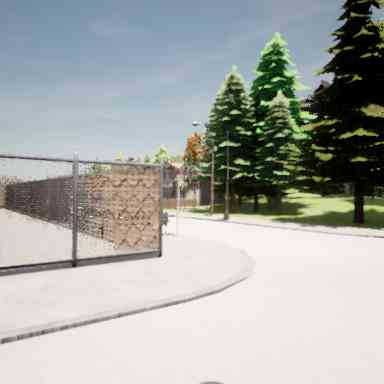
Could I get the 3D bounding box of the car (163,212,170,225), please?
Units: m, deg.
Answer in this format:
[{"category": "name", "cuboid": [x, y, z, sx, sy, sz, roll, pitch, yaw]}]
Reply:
[{"category": "car", "cuboid": [-3.389, 1.696, 24.721, 1.994, 1.385, 4.181, 1, 0, -35]}]
